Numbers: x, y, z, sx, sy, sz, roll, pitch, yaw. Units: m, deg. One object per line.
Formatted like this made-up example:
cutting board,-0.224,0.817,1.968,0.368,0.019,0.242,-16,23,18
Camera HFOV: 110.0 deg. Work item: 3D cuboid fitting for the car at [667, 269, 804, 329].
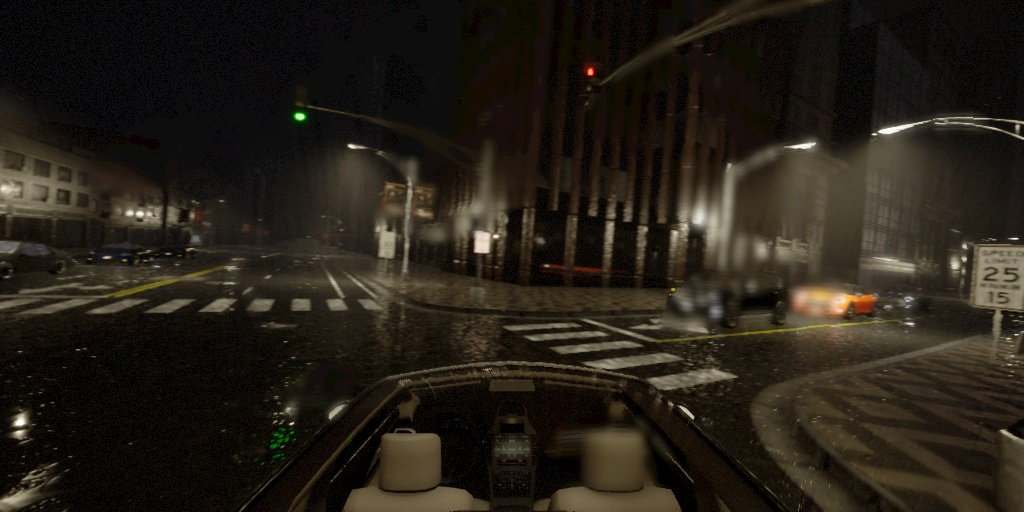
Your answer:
car,8.610,1.534,14.003,5.566,2.045,2.150,4,1,-29

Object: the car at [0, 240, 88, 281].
car,-19.561,0.084,13.855,2.033,1.411,5.357,4,-1,-28

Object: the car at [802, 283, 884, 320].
car,16.992,2.223,18.774,4.553,1.767,2.097,4,1,-29

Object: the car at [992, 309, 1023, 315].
car,38.879,3.925,27.546,4.181,1.385,1.994,4,1,-29

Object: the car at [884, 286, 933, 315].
car,25.893,2.815,23.820,4.553,1.767,2.097,4,1,-29

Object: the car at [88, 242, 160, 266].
car,-24.446,-0.160,22.517,1.994,1.385,4.181,4,-1,-30

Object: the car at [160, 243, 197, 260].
car,-29.498,-0.430,31.568,1.994,1.385,4.181,4,0,-29
